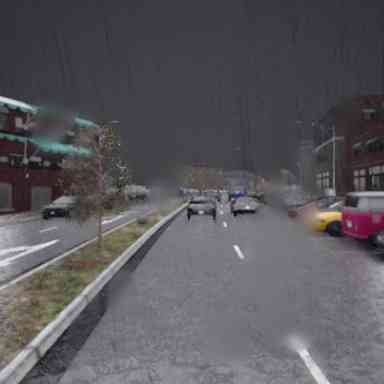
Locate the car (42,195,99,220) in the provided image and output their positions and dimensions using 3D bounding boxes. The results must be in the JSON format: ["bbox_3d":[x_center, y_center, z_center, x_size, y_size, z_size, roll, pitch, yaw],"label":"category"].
[{"bbox_3d":[-8.262,0.934,22.647,2.097,1.535,5.008,0,2,4],"label":"car"}]

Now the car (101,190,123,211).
[{"bbox_3d":[-7.843,0.813,28.122,2.163,1.488,4.792,0,2,6],"label":"car"}]

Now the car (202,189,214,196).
[{"bbox_3d":[4.234,0.043,87.954,2.185,1.767,4.553,0,0,19],"label":"car"}]

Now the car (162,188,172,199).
[{"bbox_3d":[-4.993,0.318,50.139,2.002,1.452,4.674,0,1,10],"label":"car"}]

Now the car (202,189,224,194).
[{"bbox_3d":[2.776,0.422,42.481,1.837,1.490,4.892,0,1,8],"label":"car"}]

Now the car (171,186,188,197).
[{"bbox_3d":[-2.957,-0.095,60.993,2.435,2.045,5.566,0,0,13],"label":"car"}]

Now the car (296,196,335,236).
[{"bbox_3d":[7.788,1.113,15.010,5.366,1.575,1.946,0,2,2],"label":"car"}]

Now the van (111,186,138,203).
[{"bbox_3d":[-7.306,0.406,33.547,1.878,1.987,4.442,0,1,7],"label":"van"}]

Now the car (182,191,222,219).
[{"bbox_3d":[0.710,0.938,22.396,2.128,1.511,4.902,0,2,4],"label":"car"}]

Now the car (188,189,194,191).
[{"bbox_3d":[-1.732,0.004,66.468,2.185,1.767,4.553,0,0,14],"label":"car"}]

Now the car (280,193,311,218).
[{"bbox_3d":[8.208,0.998,20.457,4.792,1.488,2.163,0,2,4],"label":"car"}]

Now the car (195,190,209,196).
[{"bbox_3d":[2.533,0.182,82.484,2.163,1.488,4.792,0,0,17],"label":"car"}]

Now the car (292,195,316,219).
[{"bbox_3d":[8.094,1.084,17.729,4.674,1.452,2.002,0,2,3],"label":"car"}]

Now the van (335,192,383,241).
[{"bbox_3d":[8.001,0.962,12.263,4.442,1.987,1.878,0,1,2],"label":"van"}]

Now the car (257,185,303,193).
[{"bbox_3d":[9.694,0.250,36.890,5.566,2.045,2.435,0,1,8],"label":"car"}]

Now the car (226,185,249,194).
[{"bbox_3d":[5.673,0.142,41.652,2.150,2.045,5.566,0,1,8],"label":"car"}]

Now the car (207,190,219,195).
[{"bbox_3d":[5.997,0.183,93.189,2.097,1.535,5.008,0,0,20],"label":"car"}]

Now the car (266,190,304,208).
[{"bbox_3d":[8.606,0.814,25.900,4.892,1.521,2.231,0,2,5],"label":"car"}]

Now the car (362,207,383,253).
[{"bbox_3d":[7.819,1.296,9.561,4.674,1.452,2.002,0,1,1],"label":"car"}]

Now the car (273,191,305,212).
[{"bbox_3d":[8.439,0.921,23.175,4.792,1.488,2.163,0,2,4],"label":"car"}]

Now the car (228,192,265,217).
[{"bbox_3d":[3.844,0.954,24.198,1.994,1.385,4.181,0,2,4],"label":"car"}]

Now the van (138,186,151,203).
[{"bbox_3d":[-6.662,0.267,39.047,1.878,1.987,4.442,0,1,8],"label":"van"}]

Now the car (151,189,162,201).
[{"bbox_3d":[-5.859,0.413,44.665,2.002,1.452,4.674,0,1,9],"label":"car"}]

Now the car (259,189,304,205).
[{"bbox_3d":[9.082,0.677,31.467,4.792,1.488,2.163,0,2,6],"label":"car"}]
